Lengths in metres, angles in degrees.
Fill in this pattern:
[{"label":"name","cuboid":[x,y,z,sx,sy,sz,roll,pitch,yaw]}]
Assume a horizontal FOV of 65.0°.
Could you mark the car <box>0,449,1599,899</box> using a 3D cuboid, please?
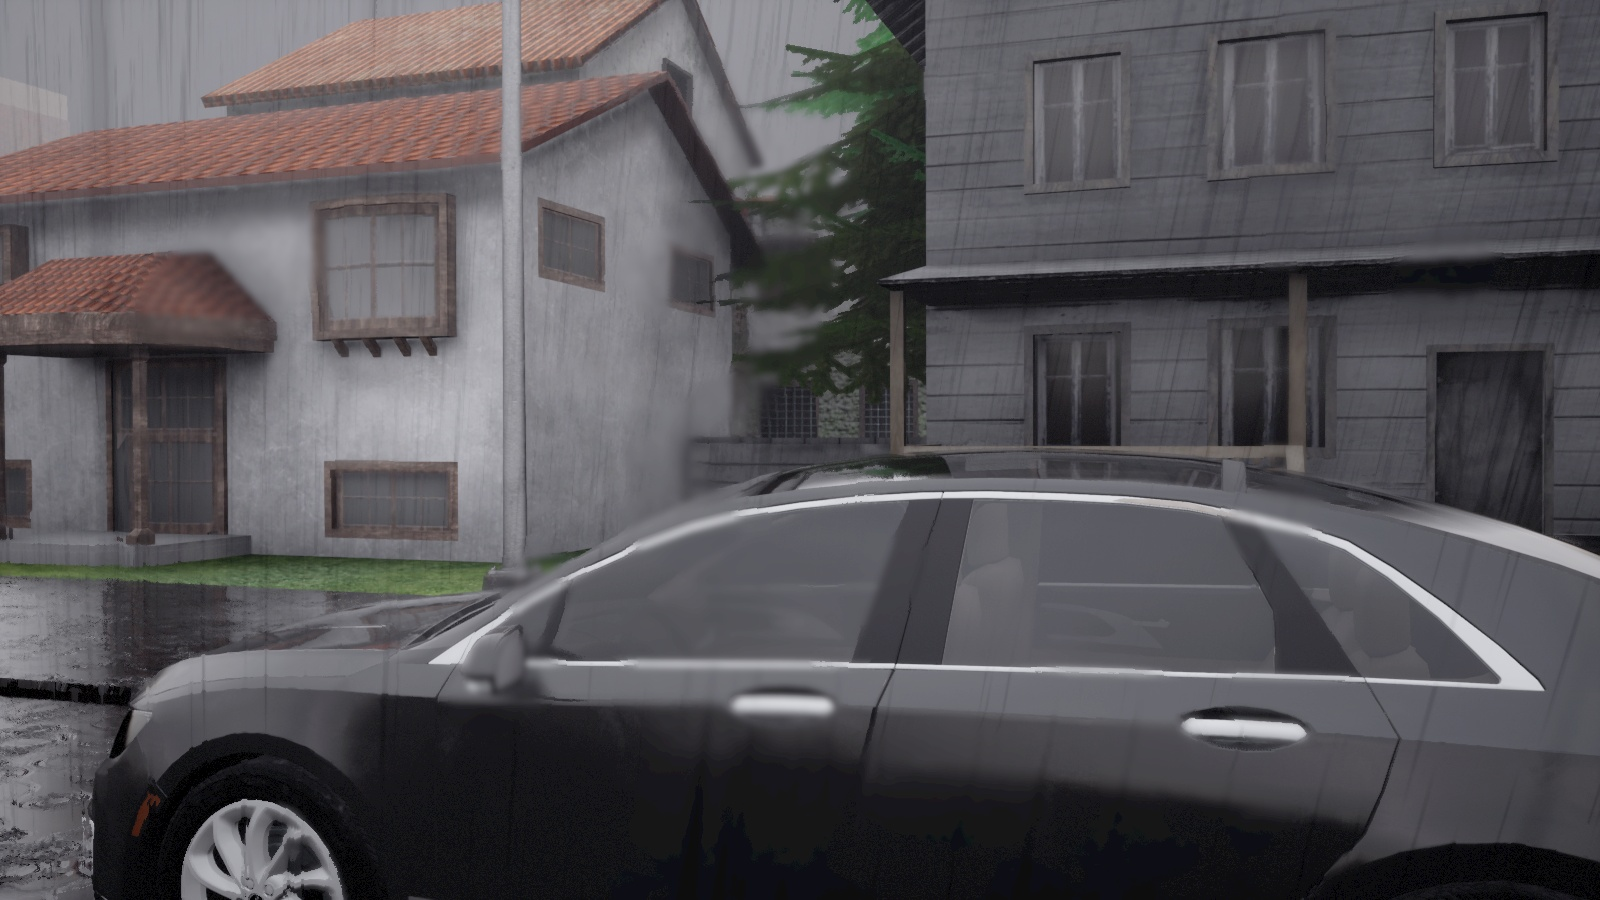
[{"label":"car","cuboid":[0.277,0.774,3.629,4.892,1.490,1.837,1,1,19]}]
